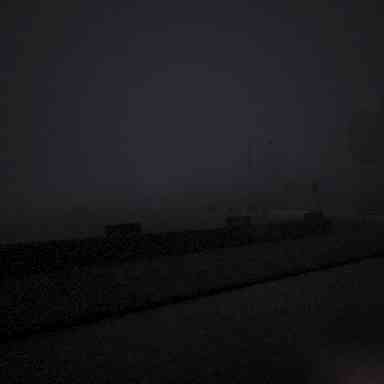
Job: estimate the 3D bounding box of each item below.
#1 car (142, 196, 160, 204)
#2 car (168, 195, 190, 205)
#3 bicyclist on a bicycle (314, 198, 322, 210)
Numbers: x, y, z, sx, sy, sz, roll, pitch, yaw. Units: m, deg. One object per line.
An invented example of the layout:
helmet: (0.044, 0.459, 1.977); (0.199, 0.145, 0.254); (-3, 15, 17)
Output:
car: (-8.129, 1.478, 65.481); (1.882, 1.535, 5.008); (0, 0, -35)
car: (-2.258, 1.352, 57.328); (2.097, 1.767, 4.553); (0, 0, -35)
bicyclist on a bicycle: (15.231, 1.349, 40.125); (1.656, 1.620, 0.582); (0, 0, -35)
